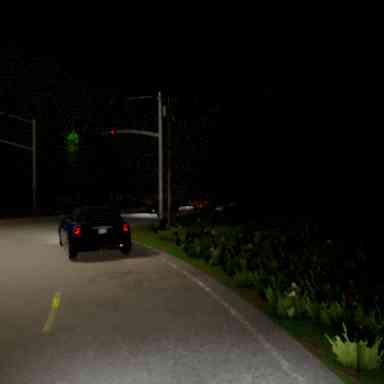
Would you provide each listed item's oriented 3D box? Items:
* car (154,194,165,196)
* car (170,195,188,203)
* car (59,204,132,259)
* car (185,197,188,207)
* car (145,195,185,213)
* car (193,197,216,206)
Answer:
[{"bbox_3d":[-5.748,1.078,61.221,1.882,1.535,5.008,0,0,-25],"label":"car"},{"bbox_3d":[-2.511,1.257,62.319,1.895,1.301,4.718,0,0,-23],"label":"car"},{"bbox_3d":[-3.886,1.306,12.862,2.097,1.767,4.553,0,0,-26],"label":"car"},{"bbox_3d":[-1.779,1.236,46.368,1.837,1.490,4.892,0,2,-8],"label":"car"},{"bbox_3d":[-2.833,1.357,33.833,2.033,1.411,5.357,0,0,18],"label":"car"},{"bbox_3d":[1.450,1.249,36.182,1.882,1.535,5.008,0,0,13],"label":"car"}]
